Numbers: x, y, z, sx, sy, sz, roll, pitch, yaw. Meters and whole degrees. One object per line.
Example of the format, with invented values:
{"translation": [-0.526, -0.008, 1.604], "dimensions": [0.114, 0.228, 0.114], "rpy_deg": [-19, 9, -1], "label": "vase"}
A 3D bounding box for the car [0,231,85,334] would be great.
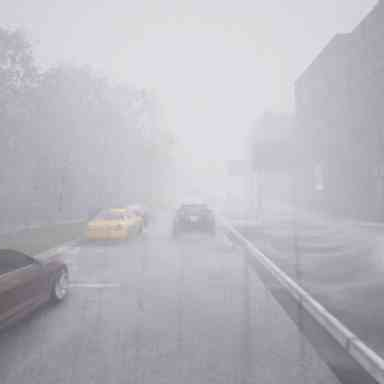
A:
{"translation": [-3.664, 1.539, 5.195], "dimensions": [2.163, 1.488, 4.792], "rpy_deg": [-1, 0, 2], "label": "car"}

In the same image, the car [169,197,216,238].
{"translation": [0.095, 1.338, 17.799], "dimensions": [2.097, 1.767, 4.553], "rpy_deg": [0, 0, 0], "label": "car"}

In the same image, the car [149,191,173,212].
{"translation": [-3.636, 1.093, 35.836], "dimensions": [2.185, 1.767, 4.553], "rpy_deg": [2, 2, 2], "label": "car"}

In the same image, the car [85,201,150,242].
{"translation": [-3.648, 1.463, 16.442], "dimensions": [1.946, 1.575, 5.366], "rpy_deg": [0, 1, 2], "label": "car"}

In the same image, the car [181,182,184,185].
{"translation": [-3.670, -0.758, 74.853], "dimensions": [2.231, 1.521, 4.892], "rpy_deg": [0, 4, 2], "label": "car"}

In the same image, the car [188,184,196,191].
{"translation": [-0.018, -1.135, 79.188], "dimensions": [2.033, 1.411, 5.357], "rpy_deg": [0, 4, 0], "label": "car"}

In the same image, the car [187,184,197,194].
{"translation": [-0.016, -0.389, 68.725], "dimensions": [1.882, 1.535, 5.008], "rpy_deg": [0, 4, 0], "label": "car"}

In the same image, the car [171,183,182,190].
{"translation": [-3.669, -0.197, 63.700], "dimensions": [2.185, 1.767, 4.553], "rpy_deg": [0, 4, 2], "label": "car"}

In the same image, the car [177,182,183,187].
{"translation": [-3.670, -0.539, 69.260], "dimensions": [2.185, 1.767, 4.553], "rpy_deg": [0, 4, 2], "label": "car"}

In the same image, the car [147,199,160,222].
{"translation": [-3.657, 1.485, 22.579], "dimensions": [2.002, 1.452, 4.674], "rpy_deg": [0, 0, 2], "label": "car"}

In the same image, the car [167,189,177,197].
{"translation": [-3.641, 0.822, 46.854], "dimensions": [1.946, 1.575, 5.366], "rpy_deg": [1, 2, 2], "label": "car"}

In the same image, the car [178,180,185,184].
{"translation": [-3.665, -1.465, 86.165], "dimensions": [1.946, 1.575, 5.366], "rpy_deg": [0, 4, 2], "label": "car"}

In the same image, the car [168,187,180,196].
{"translation": [-3.646, 0.571, 52.588], "dimensions": [2.231, 1.521, 4.892], "rpy_deg": [1, 3, 2], "label": "car"}
